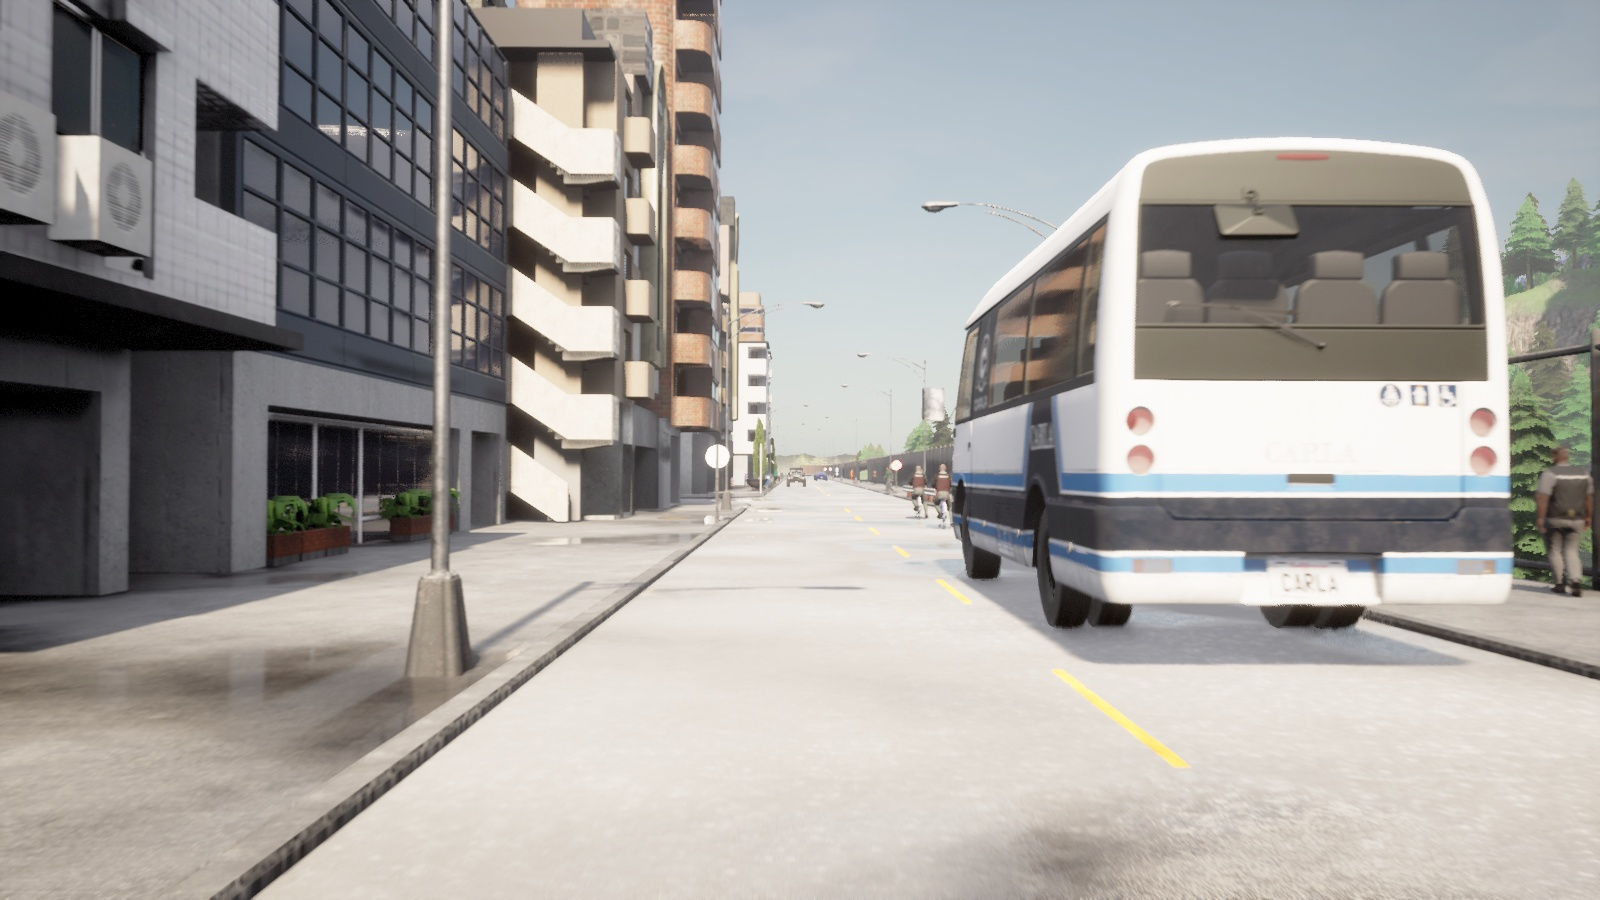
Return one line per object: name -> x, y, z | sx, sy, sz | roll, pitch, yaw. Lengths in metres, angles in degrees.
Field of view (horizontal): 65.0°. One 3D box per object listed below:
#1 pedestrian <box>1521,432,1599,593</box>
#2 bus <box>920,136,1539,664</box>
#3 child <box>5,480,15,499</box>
pedestrian -> 9.193, 0.742, 15.178 | 0.563, 1.883, 0.849 | 0, -1, 12
bus -> 3.955, -0.322, 15.275 | 3.944, 4.253, 10.273 | 0, -1, 0
child -> -46.055, 2.315, 73.229 | 0.394, 1.110, 0.255 | 0, -1, -1
